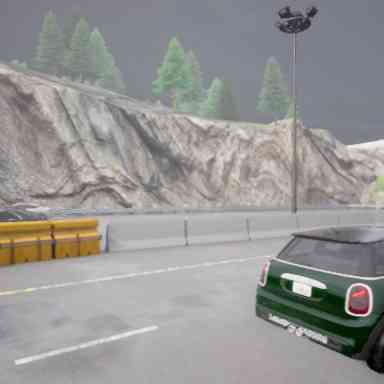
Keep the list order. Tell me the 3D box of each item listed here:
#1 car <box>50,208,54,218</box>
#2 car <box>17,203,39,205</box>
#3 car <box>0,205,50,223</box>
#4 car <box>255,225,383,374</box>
[{"bbox_3d":[-12.774,1.544,24.757,4.674,1.442,1.812,0,0,-34],"label":"car"},{"bbox_3d":[-11.959,1.574,21.070,4.181,1.385,1.994,0,0,-34],"label":"car"},{"bbox_3d":[-9.149,1.507,14.532,4.892,1.490,1.837,0,0,-35],"label":"car"},{"bbox_3d":[3.307,1.386,5.802,4.553,1.767,2.097,0,0,-33],"label":"car"}]
